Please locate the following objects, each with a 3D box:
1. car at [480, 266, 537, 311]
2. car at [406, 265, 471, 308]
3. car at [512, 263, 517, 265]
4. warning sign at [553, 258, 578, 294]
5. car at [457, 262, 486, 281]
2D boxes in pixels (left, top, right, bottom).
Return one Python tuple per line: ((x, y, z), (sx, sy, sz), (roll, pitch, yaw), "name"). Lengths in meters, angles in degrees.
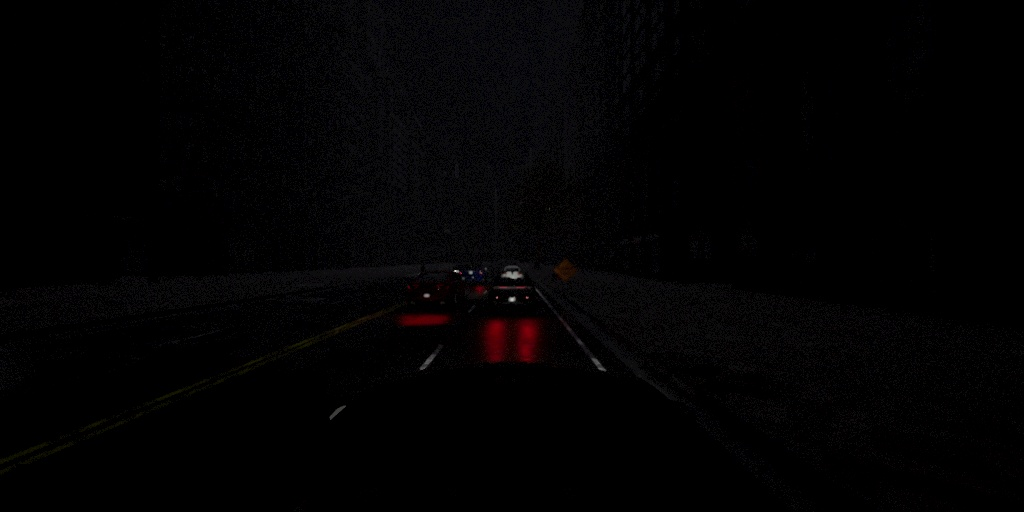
((0.022, 1.379, 15.355), (2.128, 1.511, 4.902), (0, 0, 0), "car")
((-3.220, 1.371, 16.103), (1.882, 1.535, 5.008), (0, 0, 1), "car")
((0.026, 1.568, 30.755), (1.812, 1.442, 4.674), (0, 0, 1), "car")
((2.852, 1.039, 19.072), (1.300, 1.860, 1.060), (0, 0, 0), "warning sign")
((-3.226, 1.388, 30.273), (2.097, 1.767, 4.553), (0, -1, 0), "car")
